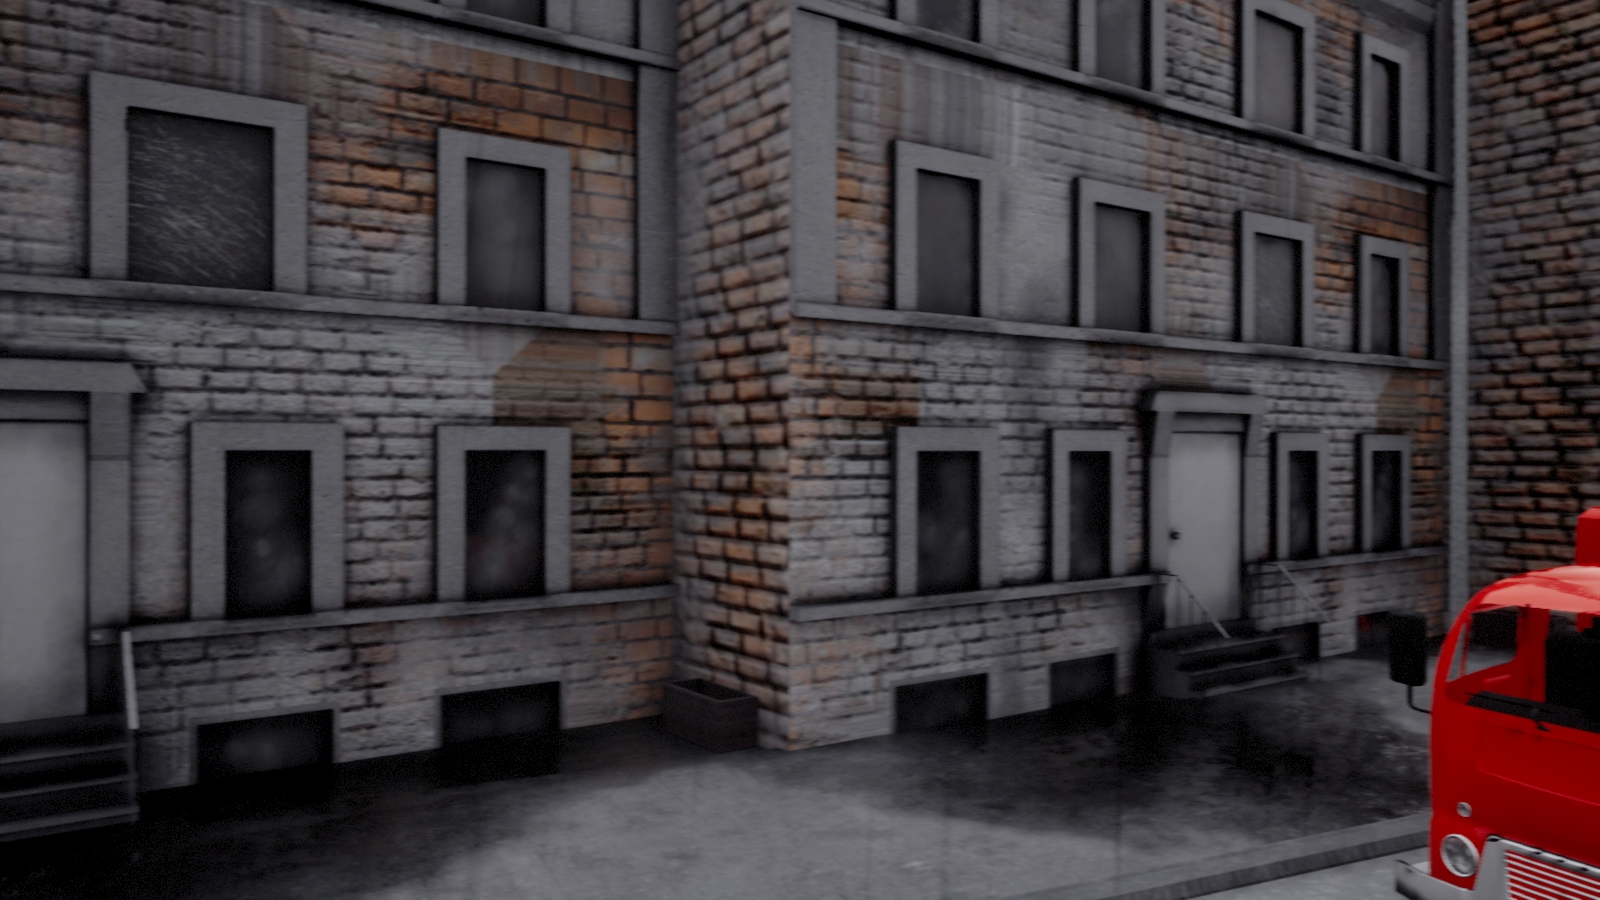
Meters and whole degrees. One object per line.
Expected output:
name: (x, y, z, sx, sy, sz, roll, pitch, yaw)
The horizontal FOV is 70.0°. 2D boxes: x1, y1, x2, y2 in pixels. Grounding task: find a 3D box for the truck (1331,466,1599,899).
truck: (5.984, 1.343, 6.504, 5.204, 2.467, 2.627, -1, 0, -25)
